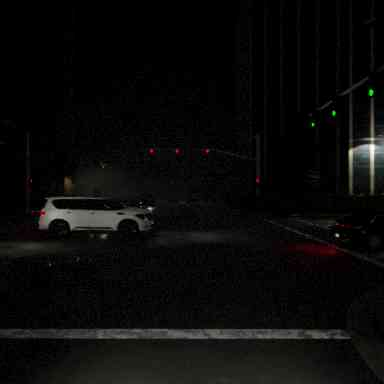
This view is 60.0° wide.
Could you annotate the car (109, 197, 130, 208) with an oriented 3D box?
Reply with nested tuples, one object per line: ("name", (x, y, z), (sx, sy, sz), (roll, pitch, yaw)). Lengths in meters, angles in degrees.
("car", (-10.639, 1.491, 49.159), (2.128, 1.511, 4.902), (0, 0, 0))

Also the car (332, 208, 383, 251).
("car", (8.314, 1.505, 13.548), (4.892, 1.490, 1.837), (0, 0, -1))

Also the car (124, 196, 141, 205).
("car", (-10.608, 1.491, 59.342), (2.128, 1.511, 4.902), (0, 0, 0))

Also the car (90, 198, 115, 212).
("car", (-10.617, 1.526, 39.890), (1.812, 1.442, 4.674), (0, 0, 0))

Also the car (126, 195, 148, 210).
("car", (-7.139, 1.352, 43.399), (2.097, 1.767, 4.553), (0, 0, 0))

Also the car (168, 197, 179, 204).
("car", (-3.562, 1.601, 65.523), (1.895, 1.301, 4.718), (0, 0, 0))

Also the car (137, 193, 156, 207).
("car", (-7.136, 1.221, 52.900), (2.150, 2.045, 5.566), (0, 0, 0))

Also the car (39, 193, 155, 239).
("car", (-4.797, 1.222, 16.905), (5.566, 2.045, 2.150), (0, 0, -1))

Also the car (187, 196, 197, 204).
("car", (-0.062, 1.525, 64.957), (1.812, 1.442, 4.674), (0, 0, 0))
